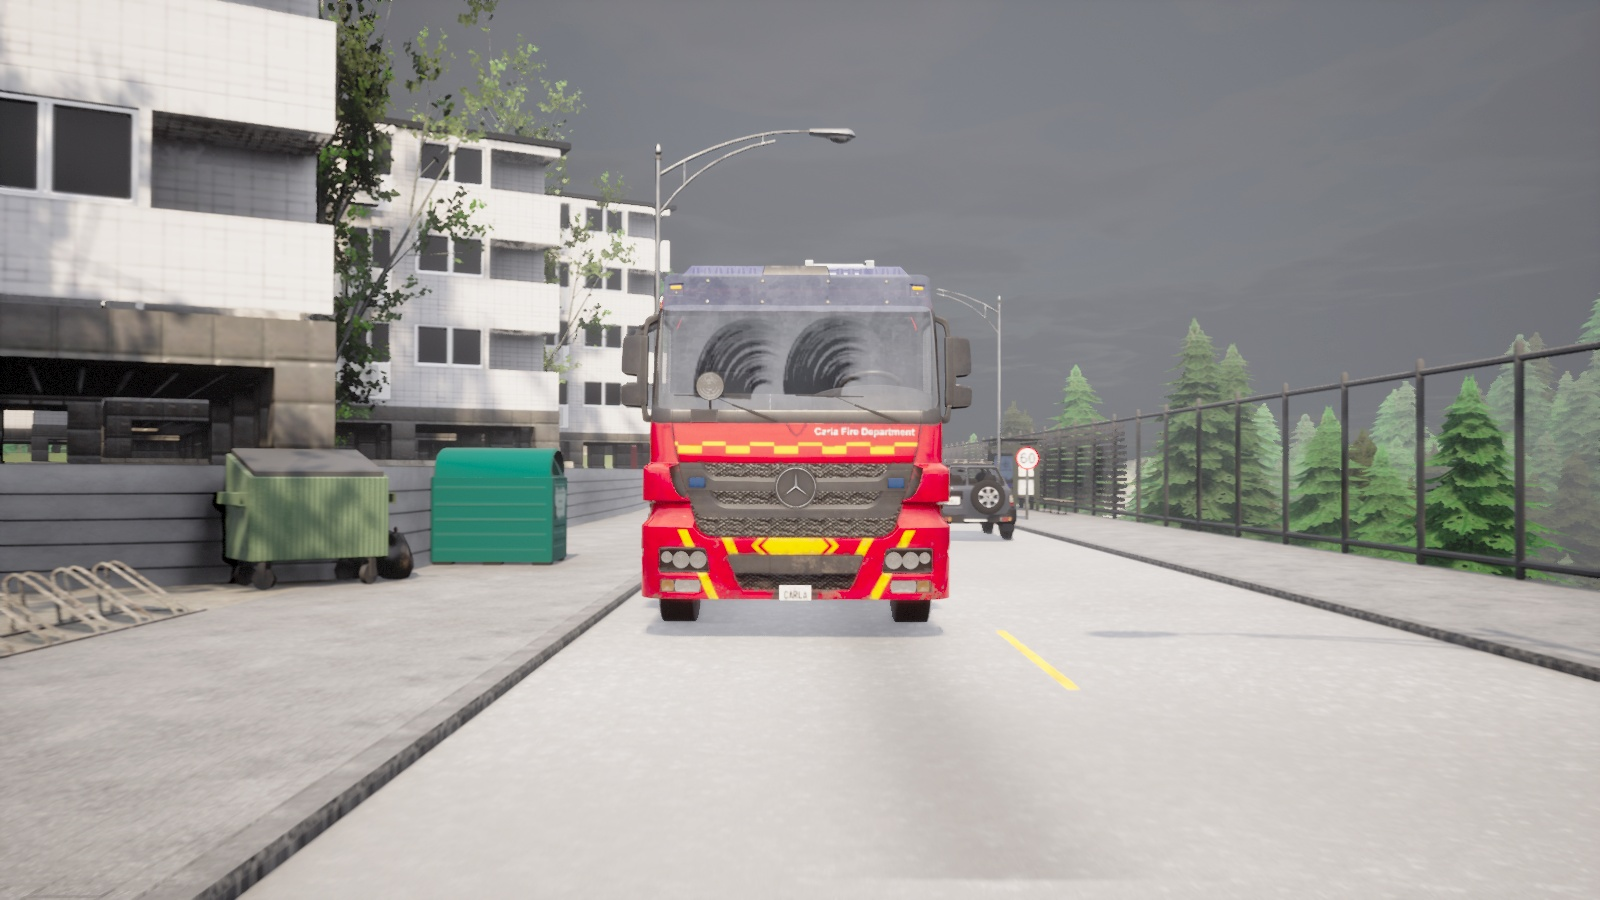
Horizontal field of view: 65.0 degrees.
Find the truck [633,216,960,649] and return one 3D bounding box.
[{"bbox_3d":[-0.044,-0.093,15.368,2.891,3.827,8.468,0,-1,0],"label":"truck"}]

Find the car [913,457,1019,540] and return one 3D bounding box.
[{"bbox_3d":[3.920,1.124,30.366,1.932,1.855,4.605,0,-1,0],"label":"car"}]
